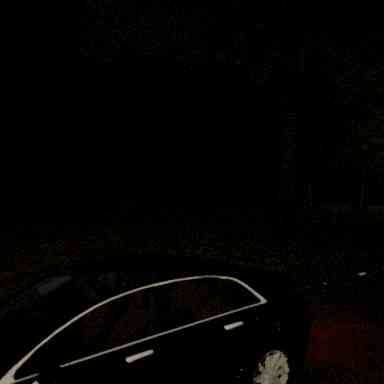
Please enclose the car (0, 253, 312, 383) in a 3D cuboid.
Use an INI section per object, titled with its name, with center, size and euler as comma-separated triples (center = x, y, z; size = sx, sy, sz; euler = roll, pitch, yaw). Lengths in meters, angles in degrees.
[car]
center = -0.843, 1.500, 3.369
size = 4.892, 1.490, 1.837
euler = 0, 0, -34
